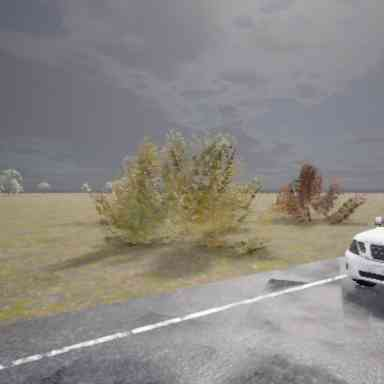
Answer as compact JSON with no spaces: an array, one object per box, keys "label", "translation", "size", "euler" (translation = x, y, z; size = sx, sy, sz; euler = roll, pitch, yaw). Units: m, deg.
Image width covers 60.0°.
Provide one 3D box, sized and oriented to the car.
[{"label":"car","translation":[6.082,1.209,8.095],"size":[5.566,2.045,2.150],"euler":[0,0,-35]}]
